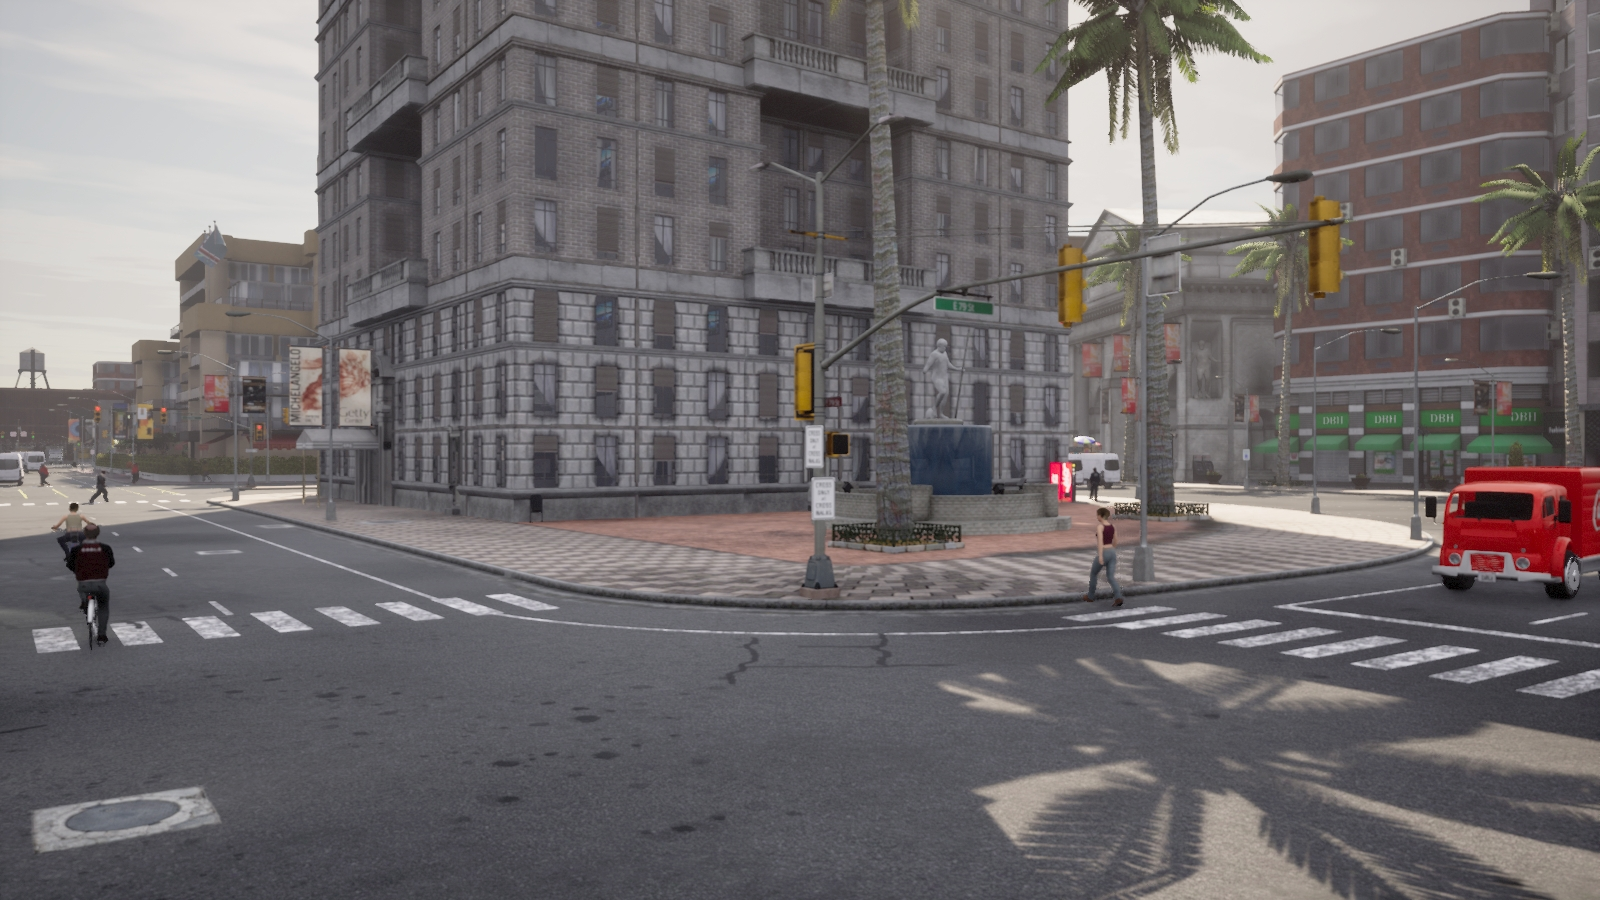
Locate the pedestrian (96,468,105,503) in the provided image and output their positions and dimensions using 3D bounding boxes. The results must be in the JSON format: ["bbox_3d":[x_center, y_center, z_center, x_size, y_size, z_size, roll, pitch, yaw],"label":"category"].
[{"bbox_3d":[-36.566,1.849,59.695,0.375,1.860,0.375,0,0,-35],"label":"pedestrian"}]

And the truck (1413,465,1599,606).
[{"bbox_3d":[14.910,1.572,23.205,5.204,2.467,2.627,0,0,-40],"label":"truck"}]

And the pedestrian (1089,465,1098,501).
[{"bbox_3d":[15.122,1.704,58.884,0.375,1.860,0.375,0,0,-6],"label":"pedestrian"}]

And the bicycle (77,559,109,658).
[{"bbox_3d":[-10.018,2.211,16.210,0.329,1.171,1.835,0,0,-30],"label":"bicycle"}]

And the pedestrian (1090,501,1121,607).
[{"bbox_3d":[5.470,1.851,20.457,0.375,1.860,0.375,0,0,-22],"label":"pedestrian"}]

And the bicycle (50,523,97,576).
[{"bbox_3d":[-16.617,2.257,26.133,0.859,1.080,1.487,0,0,-34],"label":"bicycle"}]
